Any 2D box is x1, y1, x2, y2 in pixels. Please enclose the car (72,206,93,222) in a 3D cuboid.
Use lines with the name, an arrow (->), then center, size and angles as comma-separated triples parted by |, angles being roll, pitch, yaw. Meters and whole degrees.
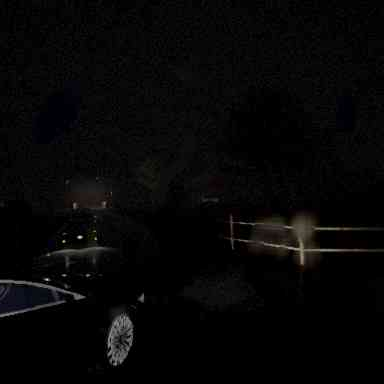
car -> -12.197, 2.418, 37.297 | 2.033, 1.411, 5.357 | -3, 0, -17

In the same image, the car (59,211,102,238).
car -> -5.880, 1.994, 17.571 | 1.994, 1.385, 4.181 | -3, 0, -17

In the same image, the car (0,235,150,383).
car -> -2.565, 1.570, 3.715 | 2.128, 1.511, 4.902 | -2, -2, 37

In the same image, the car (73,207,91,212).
car -> -8.965, 2.133, 27.158 | 2.128, 1.511, 4.902 | -3, 0, -18
